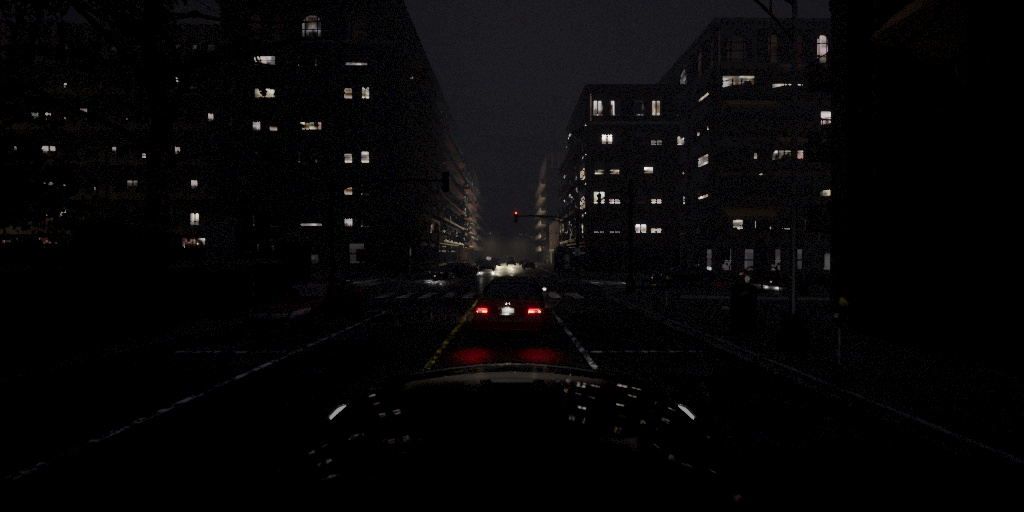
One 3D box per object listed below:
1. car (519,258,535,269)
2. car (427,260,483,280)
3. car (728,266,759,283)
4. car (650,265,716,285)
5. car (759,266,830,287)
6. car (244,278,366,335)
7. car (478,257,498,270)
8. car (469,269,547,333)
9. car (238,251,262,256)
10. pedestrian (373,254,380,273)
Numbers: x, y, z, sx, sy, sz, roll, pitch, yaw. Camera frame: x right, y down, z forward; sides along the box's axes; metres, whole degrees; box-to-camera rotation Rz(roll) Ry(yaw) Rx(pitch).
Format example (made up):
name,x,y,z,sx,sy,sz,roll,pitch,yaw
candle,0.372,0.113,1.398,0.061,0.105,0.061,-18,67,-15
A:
name,x,y,z,sx,sy,sz,roll,pitch,yaw
car,2.535,1.299,54.209,2.007,1.370,4.403,0,0,0
car,-5.125,1.289,32.058,2.033,1.411,5.357,1,0,28
car,21.293,1.571,31.431,4.097,1.591,1.967,0,0,-1
car,13.690,1.502,28.752,4.902,1.511,2.128,1,0,-1
car,23.499,1.732,28.906,5.357,1.411,2.033,1,0,-1
car,-5.713,1.331,10.502,1.802,1.307,4.207,0,0,0
car,-3.236,1.274,47.875,1.812,1.442,4.674,0,0,0
car,0.052,1.297,10.715,2.033,1.411,5.357,0,0,3
car,-17.606,0.694,25.075,5.566,2.045,2.150,1,0,-1
pedestrian,-12.807,0.652,33.884,0.375,1.860,0.375,0,-1,-1
